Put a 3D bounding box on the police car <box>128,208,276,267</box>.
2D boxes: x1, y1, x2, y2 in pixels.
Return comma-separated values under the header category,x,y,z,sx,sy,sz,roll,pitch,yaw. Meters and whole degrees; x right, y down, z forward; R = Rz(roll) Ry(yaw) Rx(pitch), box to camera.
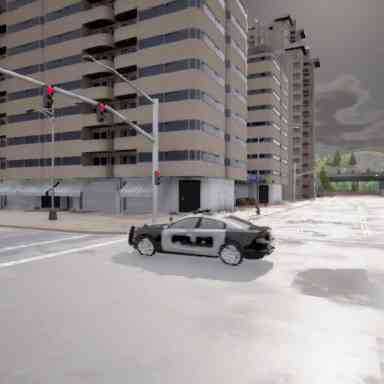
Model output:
category,x,y,z,sx,sy,sz,roll,pitch,yaw
police car,0.196,1.397,11.403,5.238,1.638,1.930,0,0,27
